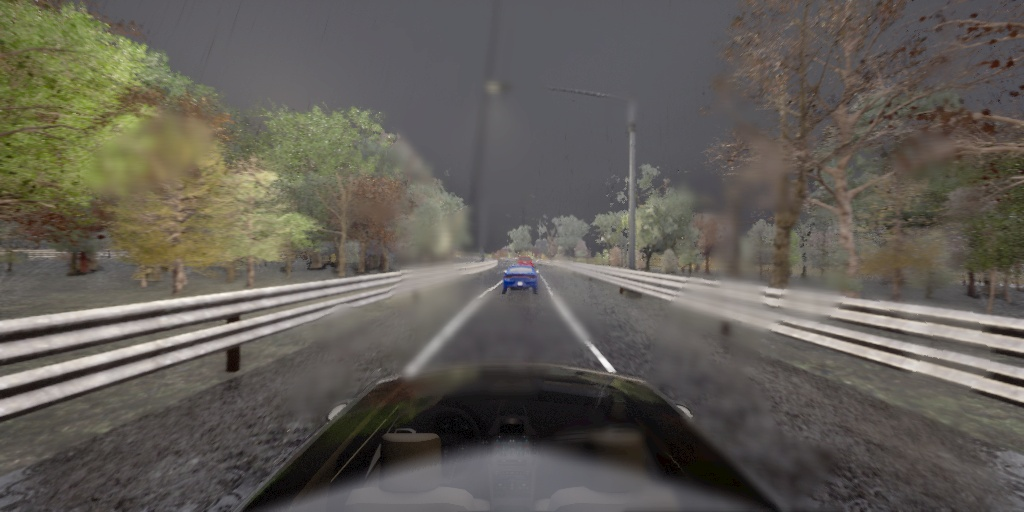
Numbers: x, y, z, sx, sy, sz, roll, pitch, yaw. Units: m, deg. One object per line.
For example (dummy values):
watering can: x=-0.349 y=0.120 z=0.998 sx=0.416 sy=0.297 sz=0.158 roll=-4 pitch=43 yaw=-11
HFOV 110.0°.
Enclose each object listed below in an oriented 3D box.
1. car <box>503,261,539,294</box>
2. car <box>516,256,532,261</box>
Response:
car: x=0.547 y=1.259 z=20.810 sx=1.882 sy=1.535 sz=5.008 roll=0 pitch=0 yaw=3
car: x=1.755 y=1.042 z=51.077 sx=2.150 sy=2.045 sz=5.566 roll=1 pitch=0 yaw=0
